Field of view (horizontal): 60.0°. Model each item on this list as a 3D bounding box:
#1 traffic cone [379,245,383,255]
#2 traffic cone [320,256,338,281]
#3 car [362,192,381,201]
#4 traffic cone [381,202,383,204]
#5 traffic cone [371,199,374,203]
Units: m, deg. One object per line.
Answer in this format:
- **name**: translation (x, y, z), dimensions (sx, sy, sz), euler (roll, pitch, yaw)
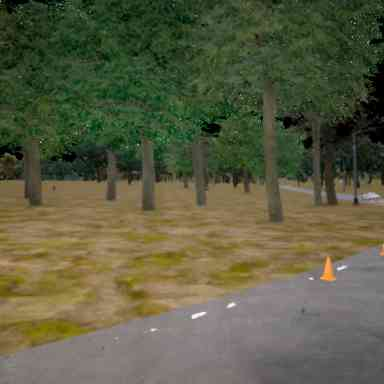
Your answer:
- **traffic cone**: translation (7.093, 2.014, 12.186), dimensions (0.340, 0.580, 0.340), euler (-1, -1, 44)
- **traffic cone**: translation (3.616, 2.001, 8.804), dimensions (0.340, 0.580, 0.340), euler (0, -1, -43)
- **car**: translation (32.616, 0.800, 60.538), dimensions (1.812, 1.442, 4.674), euler (-2, 1, 7)
- **traffic cone**: translation (28.398, 1.560, 49.717), dimensions (0.340, 0.580, 0.340), euler (-2, 1, 15)
- **traffic cone**: translation (29.517, 1.447, 54.430), dimensions (0.340, 0.580, 0.340), euler (-2, 1, 12)
